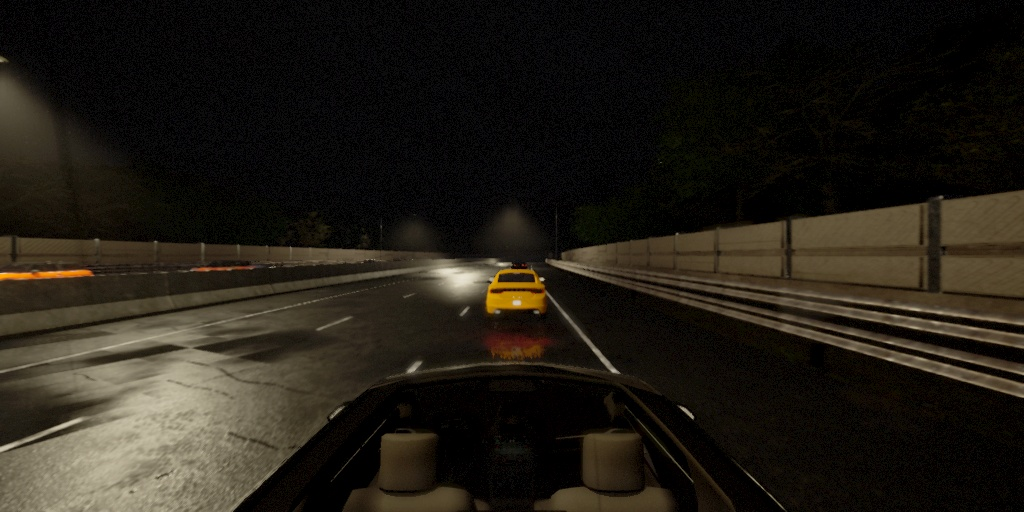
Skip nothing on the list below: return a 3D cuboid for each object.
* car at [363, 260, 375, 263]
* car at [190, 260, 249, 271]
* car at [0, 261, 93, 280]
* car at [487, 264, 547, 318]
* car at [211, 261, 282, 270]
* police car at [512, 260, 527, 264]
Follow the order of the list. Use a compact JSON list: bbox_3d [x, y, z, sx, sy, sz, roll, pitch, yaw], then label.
[{"bbox_3d":[-23.156,1.290,58.699,1.994,1.385,4.181,0,0,3],"label":"car"},{"bbox_3d":[-20.823,1.063,25.914,2.097,1.767,4.553,0,0,1],"label":"car"},{"bbox_3d":[-24.464,1.065,18.098,2.097,1.767,4.553,0,0,1],"label":"car"},{"bbox_3d":[0.169,1.217,12.933,1.882,1.535,5.008,0,0,1],"label":"car"},{"bbox_3d":[-17.359,1.263,24.784,2.033,1.411,5.357,0,0,1],"label":"car"},{"bbox_3d":[0.887,1.254,43.933,2.038,1.542,4.974,0,0,2],"label":"police car"}]
